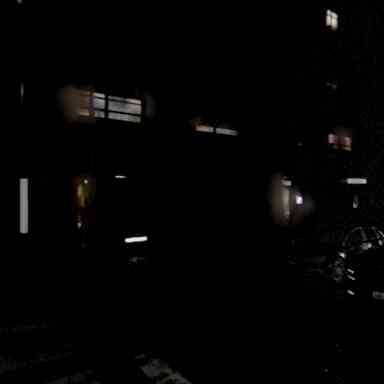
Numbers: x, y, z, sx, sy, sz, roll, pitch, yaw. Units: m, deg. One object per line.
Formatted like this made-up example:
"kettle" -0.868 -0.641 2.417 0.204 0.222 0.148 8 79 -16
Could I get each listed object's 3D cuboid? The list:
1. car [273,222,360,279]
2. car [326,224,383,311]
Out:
"car" 4.182 1.576 9.566 4.403 1.369 2.008 0 0 -36
"car" 5.222 1.502 7.120 5.008 1.535 1.882 0 0 -36
